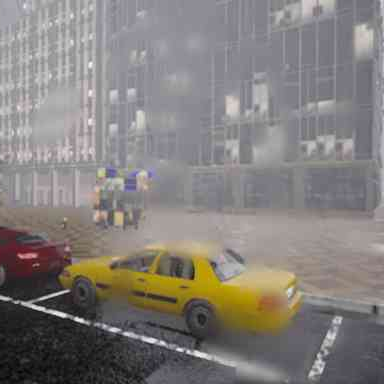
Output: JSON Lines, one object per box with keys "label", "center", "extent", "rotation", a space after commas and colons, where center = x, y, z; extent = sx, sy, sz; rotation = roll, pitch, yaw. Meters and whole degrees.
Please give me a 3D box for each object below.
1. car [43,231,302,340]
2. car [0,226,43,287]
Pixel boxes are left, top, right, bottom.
{"label": "car", "center": [-0.481, 1.527, 6.334], "extent": [4.829, 1.417, 1.752], "rotation": [0, 0, 31]}
{"label": "car", "center": [-5.084, 1.582, 9.076], "extent": [4.206, 1.307, 1.802], "rotation": [0, 0, 31]}
